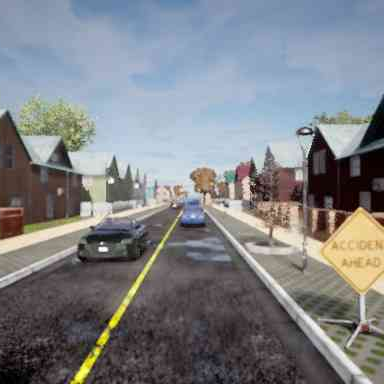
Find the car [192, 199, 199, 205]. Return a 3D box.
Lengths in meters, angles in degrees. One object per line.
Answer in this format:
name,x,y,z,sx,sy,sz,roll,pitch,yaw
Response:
car,0.819,2.589,85.929,1.837,1.490,4.892,0,-1,0

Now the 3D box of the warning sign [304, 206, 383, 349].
warning sign,2.506,1.151,4.944,1.300,1.860,1.060,-1,-1,0

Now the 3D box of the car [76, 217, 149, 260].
car,-2.839,1.662,12.656,1.994,1.385,4.181,0,0,0

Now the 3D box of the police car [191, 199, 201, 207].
police car,0.821,2.244,70.043,1.930,1.638,5.238,0,-1,0

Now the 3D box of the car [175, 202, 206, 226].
car,0.064,1.760,25.301,2.033,1.411,5.357,0,-1,0

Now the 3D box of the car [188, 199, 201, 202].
car,0.078,1.897,43.636,1.882,1.535,5.008,0,-1,0

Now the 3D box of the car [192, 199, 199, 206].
car,0.821,2.510,79.930,1.812,1.442,4.674,0,-1,0

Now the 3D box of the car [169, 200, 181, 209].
car,-2.803,2.094,56.673,2.128,1.511,4.902,0,-1,1
